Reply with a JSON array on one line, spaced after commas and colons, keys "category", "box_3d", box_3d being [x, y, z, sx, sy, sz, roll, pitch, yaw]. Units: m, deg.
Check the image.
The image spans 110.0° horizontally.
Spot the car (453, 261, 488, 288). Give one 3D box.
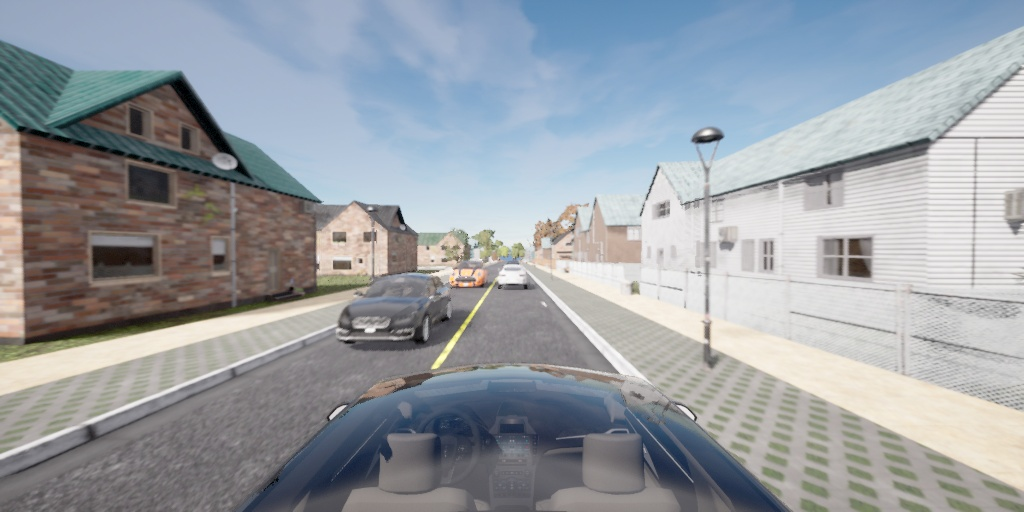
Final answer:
[{"category": "car", "box_3d": [-2.733, 1.103, 23.637, 2.097, 1.767, 4.553, 0, 0, 1]}]

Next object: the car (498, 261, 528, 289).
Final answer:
[{"category": "car", "box_3d": [0.051, 1.277, 23.221, 1.812, 1.442, 4.674, 0, 0, 0]}]

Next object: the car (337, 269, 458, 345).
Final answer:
[{"category": "car", "box_3d": [-2.831, 1.252, 9.608, 1.837, 1.490, 4.892, 0, 0, 0]}]
